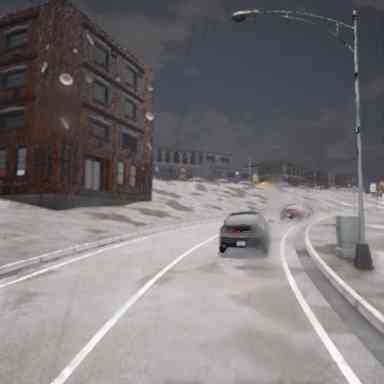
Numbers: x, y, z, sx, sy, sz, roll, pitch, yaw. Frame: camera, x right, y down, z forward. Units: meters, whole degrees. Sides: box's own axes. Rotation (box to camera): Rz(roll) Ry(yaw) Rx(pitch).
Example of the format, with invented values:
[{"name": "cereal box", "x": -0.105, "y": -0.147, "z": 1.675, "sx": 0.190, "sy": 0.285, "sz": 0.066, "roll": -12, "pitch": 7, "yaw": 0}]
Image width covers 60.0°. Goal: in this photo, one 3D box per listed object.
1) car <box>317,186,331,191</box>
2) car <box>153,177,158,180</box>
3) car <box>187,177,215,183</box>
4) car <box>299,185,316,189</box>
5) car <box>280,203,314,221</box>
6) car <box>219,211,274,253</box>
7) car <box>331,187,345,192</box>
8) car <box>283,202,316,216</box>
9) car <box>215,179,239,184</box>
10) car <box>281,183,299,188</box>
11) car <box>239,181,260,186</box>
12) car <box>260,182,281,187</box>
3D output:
[{"name": "car", "x": 30.814, "y": -0.599, "z": 80.993, "sx": 4.674, "sy": 1.452, "sz": 2.002, "roll": 3, "pitch": -5, "yaw": -31}, {"name": "car", "x": -8.545, "y": -2.545, "z": 60.760, "sx": 4.553, "sy": 1.767, "sz": 2.185, "roll": 2, "pitch": -5, "yaw": -25}, {"name": "car", "x": 1.371, "y": -2.057, "z": 65.361, "sx": 4.892, "sy": 1.521, "sz": 2.231, "roll": 2, "pitch": -5, "yaw": -25}, {"name": "car", "x": 26.086, "y": -0.869, "z": 78.157, "sx": 4.792, "sy": 1.488, "sz": 2.163, "roll": 3, "pitch": -5, "yaw": -30}, {"name": "car", "x": 9.327, "y": 1.797, "z": 29.869, "sx": 1.812, "sy": 1.442, "sz": 4.674, "roll": -3, "pitch": -2, "yaw": 32}, {"name": "car", "x": 2.314, "y": 1.568, "z": 13.939, "sx": 1.837, "sy": 1.490, "sz": 4.892, "roll": -1, "pitch": -1, "yaw": 14}, {"name": "car", "x": 35.396, "y": -0.374, "z": 83.881, "sx": 4.892, "sy": 1.521, "sz": 2.231, "roll": 3, "pitch": -5, "yaw": -32}, {"name": "car", "x": 13.286, "y": 2.095, "z": 40.968, "sx": 1.882, "sy": 1.535, "sz": 5.008, "roll": -4, "pitch": -4, "yaw": 44}, {"name": "car", "x": 6.370, "y": -1.860, "z": 67.694, "sx": 4.892, "sy": 1.521, "sz": 2.231, "roll": 2, "pitch": -5, "yaw": -25}, {"name": "car", "x": 21.125, "y": -1.284, "z": 75.319, "sx": 4.553, "sy": 1.767, "sz": 2.185, "roll": 3, "pitch": -5, "yaw": -28}, {"name": "car", "x": 11.349, "y": -1.598, "z": 70.128, "sx": 4.674, "sy": 1.452, "sz": 2.002, "roll": 3, "pitch": -5, "yaw": -26}, {"name": "car", "x": 16.275, "y": -1.403, "z": 72.674, "sx": 5.008, "sy": 1.535, "sz": 2.097, "roll": 3, "pitch": -5, "yaw": -27}]
